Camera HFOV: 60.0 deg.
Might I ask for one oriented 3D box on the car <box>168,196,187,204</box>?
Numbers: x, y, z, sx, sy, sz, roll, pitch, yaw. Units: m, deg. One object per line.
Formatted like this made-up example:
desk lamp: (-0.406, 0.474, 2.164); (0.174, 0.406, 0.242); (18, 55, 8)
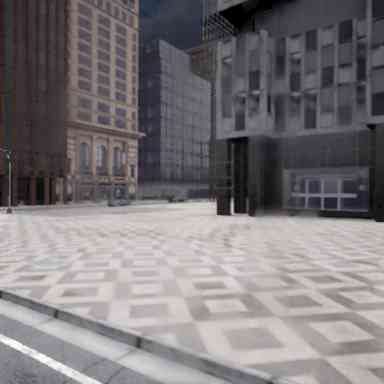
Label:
car: (-2.989, 1.557, 68.559); (1.837, 1.490, 4.892); (1, 1, 35)

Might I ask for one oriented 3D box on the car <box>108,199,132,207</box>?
car: (-12.074, 1.801, 55.714); (1.994, 1.385, 4.181); (1, 1, 35)
